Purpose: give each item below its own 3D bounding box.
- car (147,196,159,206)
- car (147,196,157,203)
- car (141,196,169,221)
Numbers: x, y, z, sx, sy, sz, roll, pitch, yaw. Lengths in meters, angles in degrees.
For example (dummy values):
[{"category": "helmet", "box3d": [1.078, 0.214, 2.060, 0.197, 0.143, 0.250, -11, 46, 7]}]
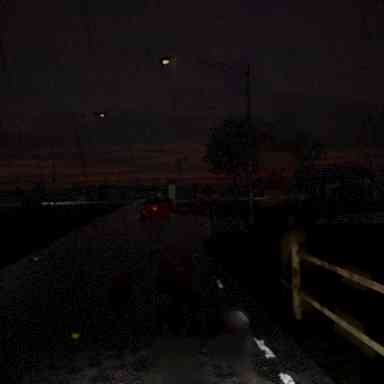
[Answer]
[{"category": "car", "box3d": [-6.753, 1.534, 57.396, 1.812, 1.442, 4.674, -2, 0, -7]}, {"category": "car", "box3d": [-9.406, 1.628, 78.234, 2.128, 1.511, 4.902, -2, 0, -7]}, {"category": "car", "box3d": [-3.019, 1.256, 26.817, 2.097, 1.767, 4.553, -2, 1, -7]}]
